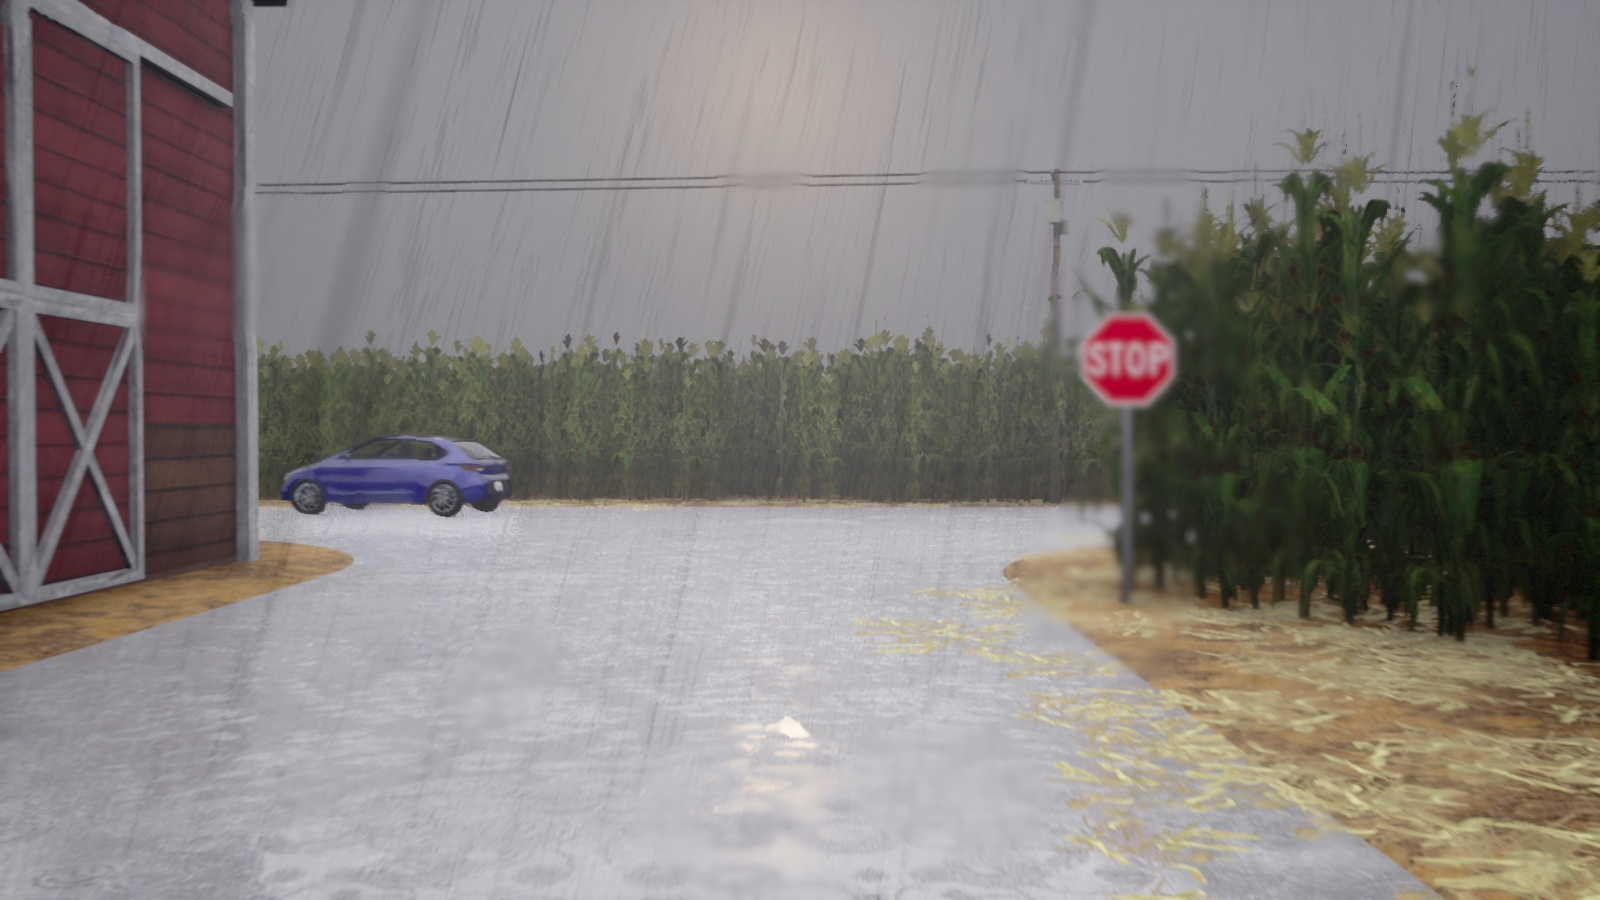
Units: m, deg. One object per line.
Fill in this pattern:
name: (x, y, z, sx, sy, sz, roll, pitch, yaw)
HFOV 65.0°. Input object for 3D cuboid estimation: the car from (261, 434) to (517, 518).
car: (-7.620, 0.447, 23.426, 4.193, 1.474, 1.816, 0, 1, 13)
